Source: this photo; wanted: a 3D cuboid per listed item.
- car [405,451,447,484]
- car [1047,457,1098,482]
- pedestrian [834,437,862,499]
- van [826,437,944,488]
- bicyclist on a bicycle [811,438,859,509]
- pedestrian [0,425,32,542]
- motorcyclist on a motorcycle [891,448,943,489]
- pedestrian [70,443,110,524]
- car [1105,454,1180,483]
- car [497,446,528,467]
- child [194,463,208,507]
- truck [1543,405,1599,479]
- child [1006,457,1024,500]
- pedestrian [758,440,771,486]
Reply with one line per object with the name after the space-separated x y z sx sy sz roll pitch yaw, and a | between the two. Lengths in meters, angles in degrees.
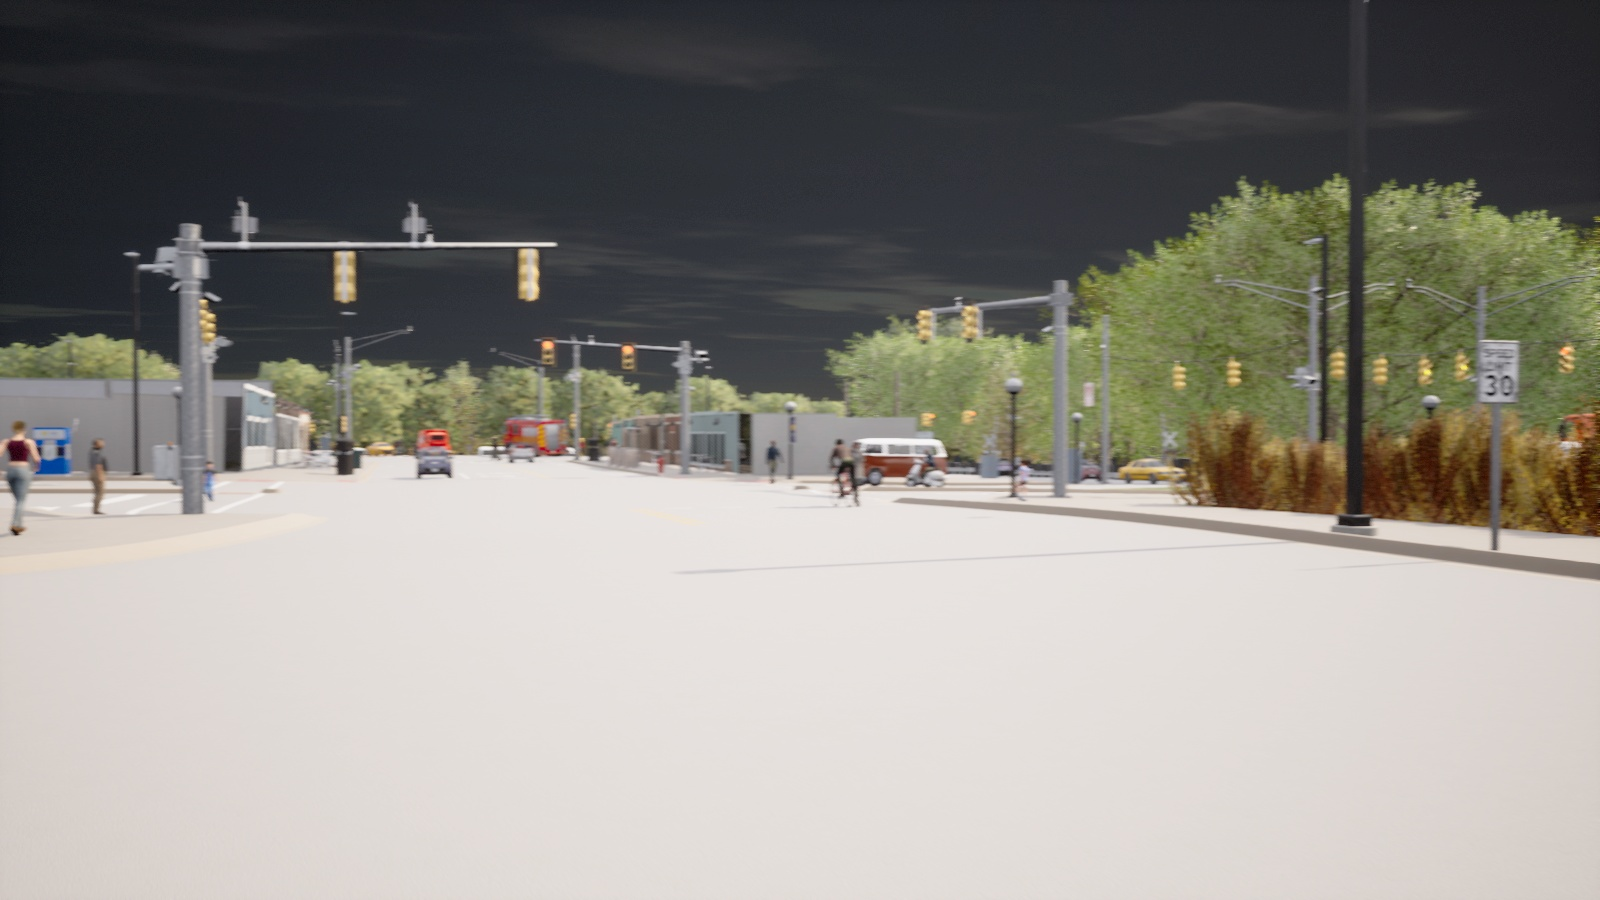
-17.873 0.808 59.950 1.845 1.501 3.633 -1 1 -18 | car
17.674 1.260 81.579 1.845 1.501 3.633 -1 0 -12 | car
1.531 0.560 40.291 0.659 1.952 0.873 -1 1 -16 | pedestrian
3.593 0.537 53.175 4.480 2.038 2.069 1 -1 -19 | van
0.806 0.563 29.728 0.582 1.620 1.656 -1 -1 -18 | bicyclist on a bicycle
-12.611 0.525 20.068 0.345 1.836 0.594 -1 1 -9 | pedestrian
4.621 0.740 49.476 1.817 1.590 0.866 1 0 -23 | motorcyclist on a motorcycle
-16.592 0.766 29.343 0.694 1.848 0.540 -1 1 -39 | pedestrian
19.749 1.054 72.621 1.801 1.575 5.366 -1 -1 -13 | car
-21.196 0.462 92.474 1.845 1.501 3.633 -1 1 -18 | car
-17.491 1.012 36.670 0.270 1.263 0.437 -1 1 -18 | child
39.200 -0.415 59.768 2.891 3.462 7.936 -1 1 0 | truck
5.622 0.750 32.793 0.255 1.110 0.394 -2 2 -43 | child
-1.433 0.514 50.483 0.370 1.835 0.726 -1 1 -15 | pedestrian
